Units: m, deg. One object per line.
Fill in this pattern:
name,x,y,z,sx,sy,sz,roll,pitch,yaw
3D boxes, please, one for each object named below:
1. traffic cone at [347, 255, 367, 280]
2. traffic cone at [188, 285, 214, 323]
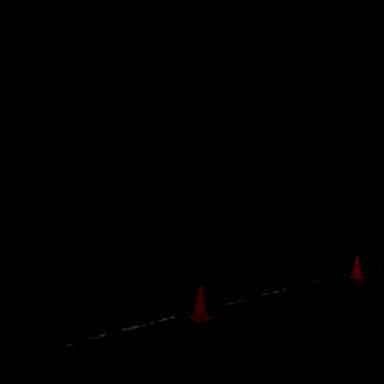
traffic cone,4.336,1.954,8.745,0.340,0.580,0.340,0,0,-34
traffic cone,0.157,1.952,5.915,0.340,0.580,0.340,0,0,-35
